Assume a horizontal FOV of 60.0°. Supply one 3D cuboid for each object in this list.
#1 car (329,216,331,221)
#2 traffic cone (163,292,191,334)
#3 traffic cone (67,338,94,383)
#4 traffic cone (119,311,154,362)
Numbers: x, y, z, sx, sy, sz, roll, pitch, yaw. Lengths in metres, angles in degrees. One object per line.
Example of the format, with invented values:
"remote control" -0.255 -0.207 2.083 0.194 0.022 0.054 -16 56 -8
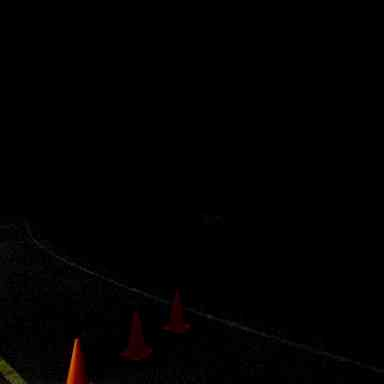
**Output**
"car" 35.613 6.631 82.736 1.851 1.617 3.988 -4 -3 4
"traffic cone" -0.245 1.931 5.441 0.340 0.580 0.340 1 1 31
"traffic cone" -1.283 1.945 3.740 0.340 0.580 0.340 1 1 31
"traffic cone" -0.764 1.938 4.590 0.340 0.580 0.340 1 1 31
